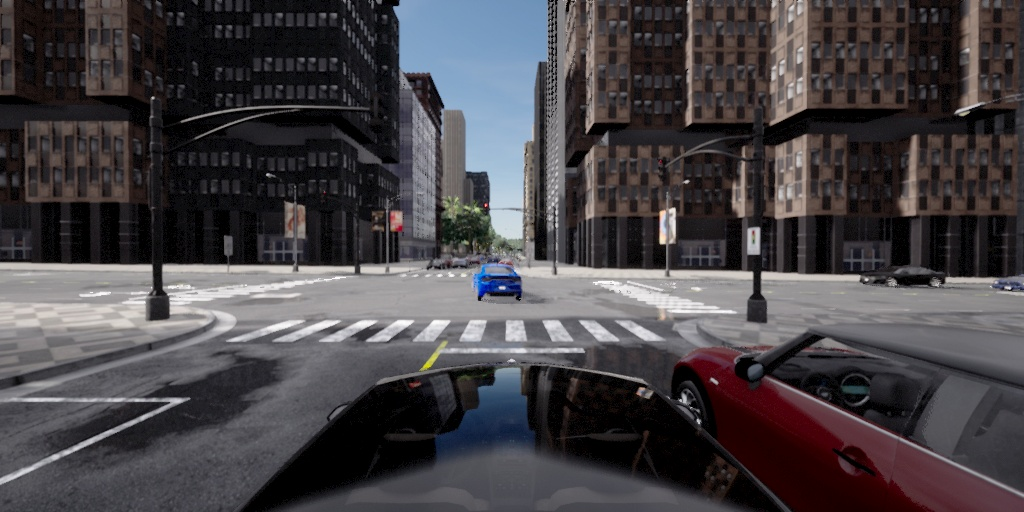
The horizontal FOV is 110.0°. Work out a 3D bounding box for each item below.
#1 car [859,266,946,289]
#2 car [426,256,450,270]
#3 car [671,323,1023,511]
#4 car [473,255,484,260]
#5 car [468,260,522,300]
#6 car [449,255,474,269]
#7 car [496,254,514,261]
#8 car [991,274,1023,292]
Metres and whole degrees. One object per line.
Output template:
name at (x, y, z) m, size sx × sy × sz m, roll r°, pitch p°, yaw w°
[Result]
car at (28.151, 1.480, 25.940) m, size 5.008 × 1.535 × 1.882 m, roll 1°, pitch 0°, yaw 0°
car at (-9.183, 1.015, 43.810) m, size 1.948 × 1.339 × 4.313 m, roll 0°, pitch 0°, yaw 0°
car at (2.763, 1.184, 2.487) m, size 1.967 × 1.591 × 4.097 m, roll 0°, pitch 0°, yaw 0°
car at (-6.618, 0.829, 63.243) m, size 1.882 × 1.535 × 5.008 m, roll 0°, pitch 0°, yaw 0°
car at (-0.826, 1.128, 16.891) m, size 1.882 × 1.535 × 5.008 m, roll 1°, pitch 0°, yaw -10°
car at (-6.531, 0.983, 46.599) m, size 2.033 × 1.411 × 5.357 m, roll 0°, pitch 0°, yaw 0°
car at (-0.658, 0.889, 43.873) m, size 1.967 × 1.591 × 4.097 m, roll 0°, pitch 0°, yaw 0°
car at (34.095, 1.664, 22.730) m, size 5.357 × 1.411 × 2.033 m, roll 1°, pitch 0°, yaw 0°
